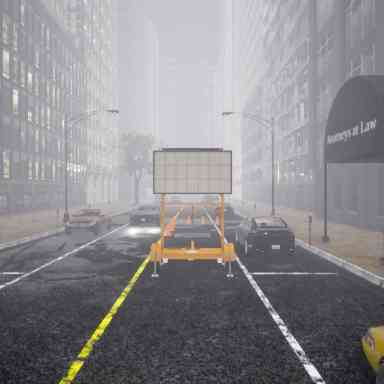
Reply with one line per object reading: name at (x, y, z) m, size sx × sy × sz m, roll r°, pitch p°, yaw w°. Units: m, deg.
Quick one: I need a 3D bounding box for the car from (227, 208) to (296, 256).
car at (2.712, 1.549, 12.935) m, size 2.008 × 1.369 × 4.403 m, roll 0°, pitch 0°, yaw 0°

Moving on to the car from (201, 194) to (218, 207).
car at (2.786, 1.299, 47.124) m, size 2.192 × 1.841 × 5.009 m, roll 0°, pitch 0°, yaw 0°

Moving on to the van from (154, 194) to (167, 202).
van at (-5.570, 1.315, 58.544) m, size 1.690 × 1.788 × 3.998 m, roll 0°, pitch 0°, yaw 0°

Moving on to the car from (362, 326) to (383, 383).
car at (2.687, 1.525, 1.711) m, size 1.752 × 1.417 × 4.829 m, roll 0°, pitch 0°, yaw 0°

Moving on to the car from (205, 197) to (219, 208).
car at (2.762, 1.535, 35.728) m, size 1.887 × 1.381 × 4.507 m, roll 0°, pitch 0°, yaw 0°

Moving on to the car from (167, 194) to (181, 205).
car at (-2.875, 1.479, 58.359) m, size 1.837 × 1.490 × 4.892 m, roll 0°, pitch 0°, yaw 0°

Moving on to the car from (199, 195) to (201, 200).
car at (2.810, 1.289, 58.521) m, size 2.192 × 1.841 × 5.009 m, roll 0°, pitch 0°, yaw 0°

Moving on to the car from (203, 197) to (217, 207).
car at (2.799, 1.523, 52.822) m, size 1.887 × 1.381 × 4.507 m, roll 0°, pitch 0°, yaw 0°

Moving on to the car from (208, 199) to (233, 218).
car at (2.749, 1.559, 30.030) m, size 1.947 × 1.339 × 4.313 m, roll 0°, pitch 0°, yaw 0°

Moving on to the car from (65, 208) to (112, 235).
car at (-5.656, 1.579, 18.658) m, size 1.802 × 1.307 × 4.206 m, roll 0°, pitch 0°, yaw 0°

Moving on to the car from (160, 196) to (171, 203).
car at (-5.544, 1.514, 69.938) m, size 2.008 × 1.369 × 4.403 m, roll 0°, pitch 0°, yaw 0°

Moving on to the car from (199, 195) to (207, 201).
car at (2.875, 1.466, 87.183) m, size 1.752 × 1.417 × 4.829 m, roll 0°, pitch 0°, yaw 0°

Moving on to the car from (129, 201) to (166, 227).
car at (-3.052, 1.560, 22.867) m, size 1.994 × 1.385 × 4.181 m, roll 0°, pitch 0°, yaw 0°

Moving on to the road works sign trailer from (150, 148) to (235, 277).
road works sign trailer at (0.019, 0.463, 10.228) m, size 2.380 × 3.560 × 2.880 m, roll 0°, pitch 0°, yaw 0°

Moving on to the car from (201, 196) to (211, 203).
car at (2.836, 1.508, 69.917) m, size 1.887 × 1.381 × 4.507 m, roll 0°, pitch 0°, yaw 0°
